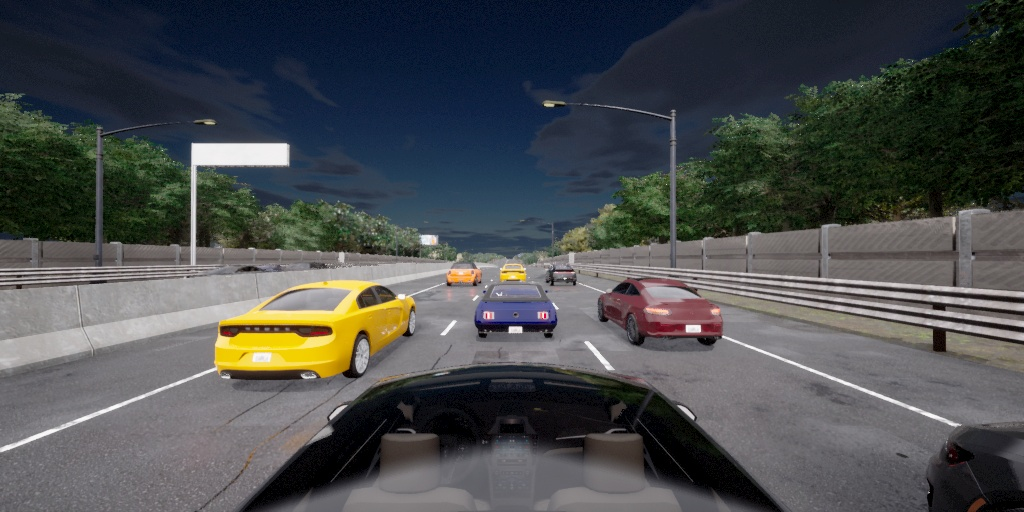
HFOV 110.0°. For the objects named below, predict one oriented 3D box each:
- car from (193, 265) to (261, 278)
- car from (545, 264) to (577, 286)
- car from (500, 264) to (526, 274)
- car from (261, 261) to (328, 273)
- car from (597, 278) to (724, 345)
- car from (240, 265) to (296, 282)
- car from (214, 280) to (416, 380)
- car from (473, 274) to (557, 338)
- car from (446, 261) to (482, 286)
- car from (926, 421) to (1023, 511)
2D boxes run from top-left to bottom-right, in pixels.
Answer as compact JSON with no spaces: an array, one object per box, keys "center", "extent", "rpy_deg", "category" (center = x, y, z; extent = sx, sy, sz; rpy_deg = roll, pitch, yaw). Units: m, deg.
[{"center":[-17.623,1.336,22.655],"extent":[1.837,1.490,4.892],"rpy_deg":[0,0,0],"category":"car"},{"center":[3.578,1.359,26.721],"extent":[2.128,1.511,4.902],"rpy_deg":[0,-1,0],"category":"car"},{"center":[0.072,1.356,27.937],"extent":[1.882,1.535,5.008],"rpy_deg":[0,-1,0],"category":"car"},{"center":[-14.125,1.197,24.198],"extent":[2.097,1.767,4.553],"rpy_deg":[0,0,0],"category":"car"},{"center":[3.592,1.287,9.411],"extent":[1.812,1.442,4.674],"rpy_deg":[0,0,0],"category":"car"},{"center":[-21.134,1.474,31.310],"extent":[1.994,1.385,4.181],"rpy_deg":[0,-1,0],"category":"car"},{"center":[-3.406,1.234,7.357],"extent":[1.882,1.535,5.008],"rpy_deg":[0,0,0],"category":"car"},{"center":[0.093,1.364,10.205],"extent":[1.895,1.301,4.718],"rpy_deg":[0,0,0],"category":"car"},{"center":[-3.430,1.216,26.407],"extent":[2.097,1.767,4.553],"rpy_deg":[0,-1,1],"category":"car"},{"center":[3.603,1.255,0.246],"extent":[1.837,1.490,4.892],"rpy_deg":[0,0,0],"category":"car"}]
